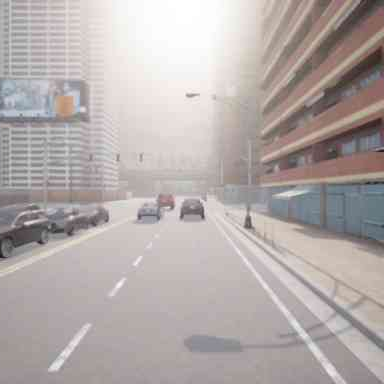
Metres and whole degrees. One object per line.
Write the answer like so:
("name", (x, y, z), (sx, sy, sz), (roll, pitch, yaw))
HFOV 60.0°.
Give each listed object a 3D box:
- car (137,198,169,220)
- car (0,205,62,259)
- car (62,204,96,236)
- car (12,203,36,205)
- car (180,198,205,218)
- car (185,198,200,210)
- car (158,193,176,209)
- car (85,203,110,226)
("car", (-3.407, 1.521, 27.891), (2.033, 1.411, 5.357), (0, 0, 0))
("car", (-7.087, 1.481, 12.667), (2.128, 1.511, 4.902), (0, 0, 0))
("car", (-7.003, 1.547, 18.143), (1.994, 1.385, 4.181), (0, 0, 0))
("car", (-10.547, 1.486, 20.290), (1.837, 1.490, 4.892), (0, 0, 0))
("car", (0.037, 1.323, 29.865), (2.097, 1.767, 4.553), (0, 0, 1))
("car", (0.067, 1.522, 43.844), (1.994, 1.385, 4.181), (0, 0, 0))
("car", (-3.413, 1.180, 44.019), (2.150, 2.045, 5.566), (0, 0, 0))
("car", (-7.029, 1.504, 23.072), (1.812, 1.442, 4.674), (0, 0, 1))
